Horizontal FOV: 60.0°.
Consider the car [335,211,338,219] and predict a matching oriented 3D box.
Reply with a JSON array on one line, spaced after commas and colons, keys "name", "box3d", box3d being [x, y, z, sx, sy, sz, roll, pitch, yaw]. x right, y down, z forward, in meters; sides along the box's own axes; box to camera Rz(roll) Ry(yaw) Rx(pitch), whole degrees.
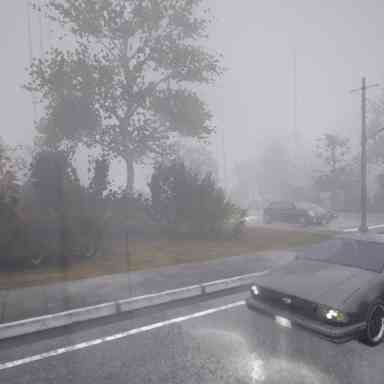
[{"name": "car", "box3d": [9.182, 1.594, 26.862, 1.837, 1.490, 4.892, 0, -1, -42]}]

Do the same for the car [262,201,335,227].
[{"name": "car", "box3d": [7.282, 1.426, 23.617, 2.097, 1.767, 4.553, 0, -1, -38]}]

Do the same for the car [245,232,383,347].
[{"name": "car", "box3d": [3.526, 1.547, 6.515, 5.357, 1.411, 2.033, 0, 0, -36]}]

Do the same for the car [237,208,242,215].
[{"name": "car", "box3d": [3.472, 1.781, 33.691, 1.994, 1.385, 4.181, 0, -1, -42]}]
